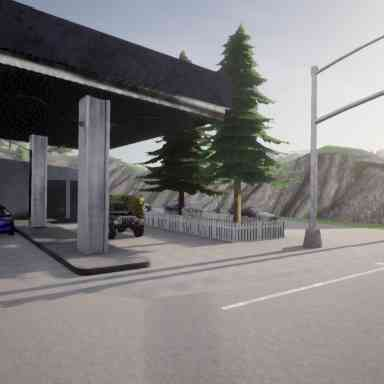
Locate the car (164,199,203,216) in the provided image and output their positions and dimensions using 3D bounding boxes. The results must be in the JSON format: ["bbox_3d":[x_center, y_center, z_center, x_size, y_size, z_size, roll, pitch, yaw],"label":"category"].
[{"bbox_3d":[-0.856,1.541,32.721,2.097,1.767,4.553,1,0,-35],"label":"car"}]

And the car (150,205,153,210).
[{"bbox_3d":[-6.889,1.666,41.467,2.033,1.411,5.357,1,0,-34],"label":"car"}]

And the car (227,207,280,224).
[{"bbox_3d":[4.548,1.815,24.883,1.994,1.385,4.181,1,0,-35],"label":"car"}]

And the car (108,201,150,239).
[{"bbox_3d":[-4.248,1.448,18.395,1.905,1.878,3.866,1,0,-35],"label":"car"}]

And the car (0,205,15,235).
[{"bbox_3d":[-11.376,1.525,18.673,2.242,1.667,4.611,1,0,-35],"label":"car"}]
